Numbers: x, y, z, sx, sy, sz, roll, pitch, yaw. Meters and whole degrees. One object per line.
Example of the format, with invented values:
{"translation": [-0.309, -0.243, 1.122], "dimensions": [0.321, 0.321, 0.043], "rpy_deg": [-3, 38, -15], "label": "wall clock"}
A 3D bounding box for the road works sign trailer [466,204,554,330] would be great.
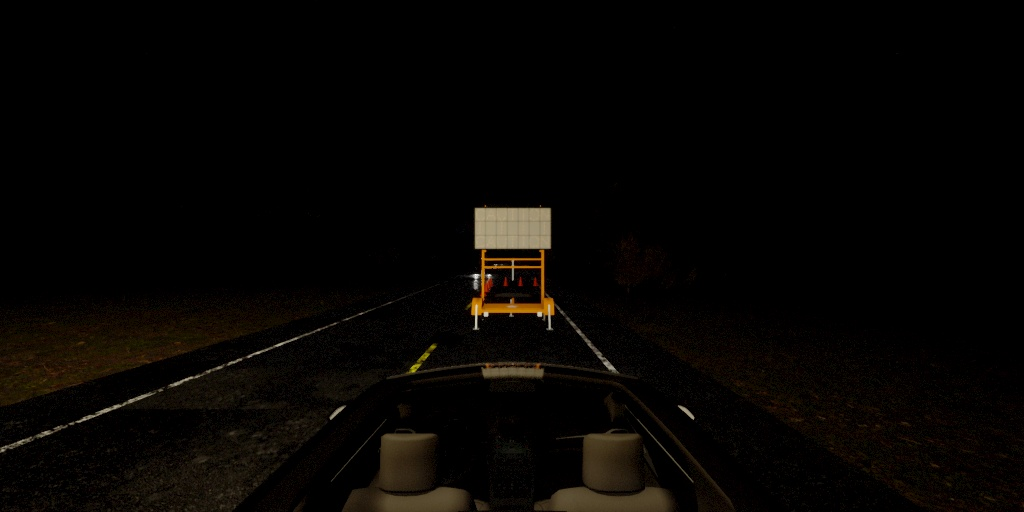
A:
{"translation": [0.028, 0.215, 11.119], "dimensions": [2.380, 3.560, 2.880], "rpy_deg": [0, 0, 0], "label": "road works sign trailer"}

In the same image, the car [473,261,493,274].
{"translation": [-3.380, 1.294, 41.930], "dimensions": [1.812, 1.442, 4.674], "rpy_deg": [0, 0, 0], "label": "car"}
